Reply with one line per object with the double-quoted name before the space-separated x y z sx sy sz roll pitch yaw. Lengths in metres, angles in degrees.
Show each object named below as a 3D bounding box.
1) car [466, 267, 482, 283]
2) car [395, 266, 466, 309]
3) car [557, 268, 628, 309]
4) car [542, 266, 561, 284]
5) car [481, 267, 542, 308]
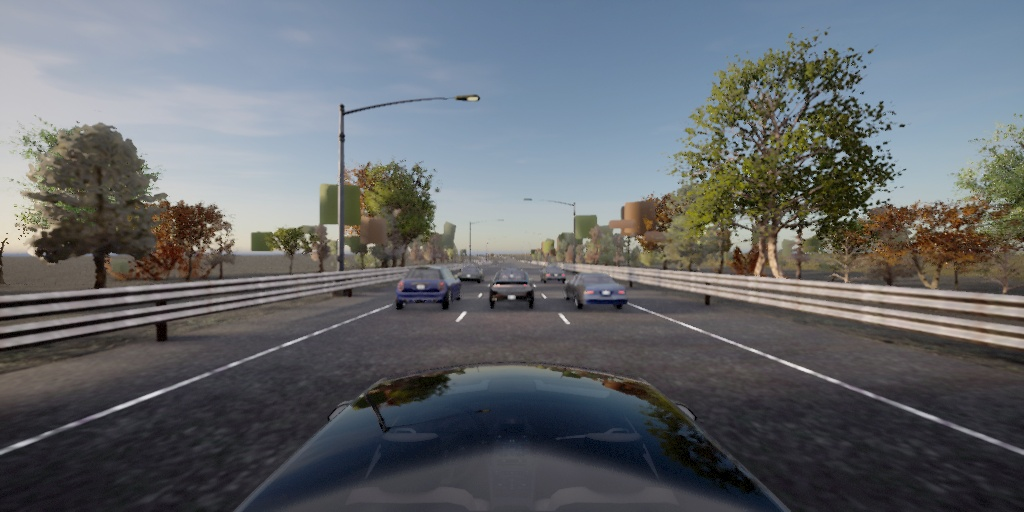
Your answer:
"car" -3.520 1.606 31.126 1.994 1.385 4.181 0 -1 0
"car" -3.508 1.239 15.902 2.097 1.767 4.553 0 -1 0
"car" 3.490 1.436 15.825 2.033 1.411 5.357 0 -1 0
"car" 3.477 1.586 30.826 2.033 1.411 5.357 0 -1 0
"car" -0.007 1.384 16.133 2.128 1.511 4.902 0 0 0
